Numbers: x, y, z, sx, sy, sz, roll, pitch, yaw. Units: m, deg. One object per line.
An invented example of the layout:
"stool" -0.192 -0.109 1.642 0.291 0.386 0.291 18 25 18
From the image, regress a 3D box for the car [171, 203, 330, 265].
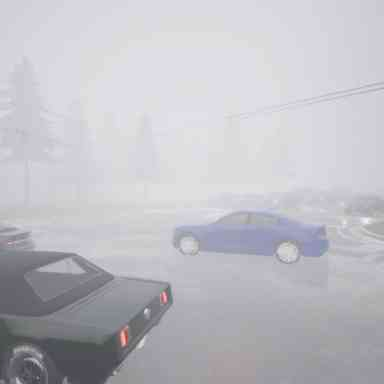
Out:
"car" 1.723 1.275 10.721 5.008 1.535 1.882 0 0 23

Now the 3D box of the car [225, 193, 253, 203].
"car" 5.793 0.890 33.057 4.892 1.490 1.837 -1 1 -44

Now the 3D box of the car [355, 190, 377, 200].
"car" 28.487 0.445 54.394 4.181 1.385 1.994 -1 1 -43

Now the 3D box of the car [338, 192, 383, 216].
"car" 13.585 0.968 25.993 4.892 1.490 1.837 -1 1 -44

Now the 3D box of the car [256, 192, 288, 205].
"car" 10.166 0.768 42.008 4.181 1.385 1.994 -1 1 -43

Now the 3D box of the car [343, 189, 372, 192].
"car" 21.155 0.674 42.741 5.357 1.411 2.033 -1 1 -43

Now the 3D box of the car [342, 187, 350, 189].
"car" 20.626 0.277 47.029 5.566 2.045 2.150 -1 1 -43

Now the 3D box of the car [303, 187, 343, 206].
"car" 14.182 0.634 36.190 4.553 1.767 2.097 -1 1 -43

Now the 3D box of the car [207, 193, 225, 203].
"car" 3.690 0.853 35.891 4.892 1.490 1.837 -1 1 -44

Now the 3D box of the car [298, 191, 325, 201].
"car" 17.572 0.566 48.940 4.674 1.442 1.812 -1 1 -43

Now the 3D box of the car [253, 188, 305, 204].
"car" 7.955 0.773 30.275 4.553 1.767 2.097 -1 1 -44

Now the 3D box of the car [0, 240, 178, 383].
"car" -2.773 1.531 4.595 4.718 1.301 1.895 0 1 14

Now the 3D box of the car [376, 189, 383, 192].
"car" 28.385 0.320 49.475 4.553 1.767 2.097 -1 1 -43

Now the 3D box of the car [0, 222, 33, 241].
"car" -6.556 1.394 8.242 4.892 1.490 1.837 0 -1 -5
